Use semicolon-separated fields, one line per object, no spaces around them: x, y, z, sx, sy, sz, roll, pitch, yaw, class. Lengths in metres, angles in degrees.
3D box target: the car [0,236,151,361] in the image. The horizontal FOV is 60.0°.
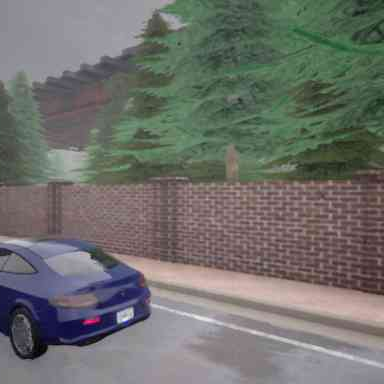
-2.781;1.518;5.890;4.674;1.442;1.812;0;0;36;car
